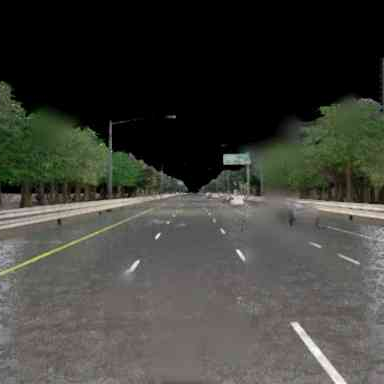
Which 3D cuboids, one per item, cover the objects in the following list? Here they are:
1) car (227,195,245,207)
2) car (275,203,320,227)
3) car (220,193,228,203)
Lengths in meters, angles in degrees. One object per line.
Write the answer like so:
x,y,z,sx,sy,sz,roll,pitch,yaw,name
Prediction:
7.124,1.536,52.228,1.812,1.442,4.674,0,0,0,car
7.018,1.495,22.542,2.128,1.511,4.902,0,0,0,car
7.228,1.343,68.989,2.097,1.767,4.553,0,0,0,car
